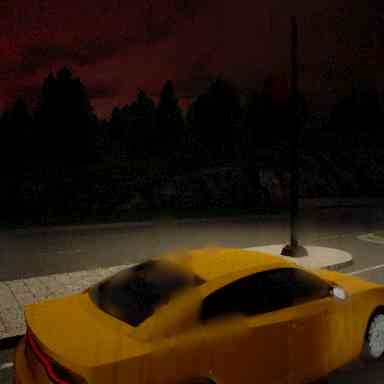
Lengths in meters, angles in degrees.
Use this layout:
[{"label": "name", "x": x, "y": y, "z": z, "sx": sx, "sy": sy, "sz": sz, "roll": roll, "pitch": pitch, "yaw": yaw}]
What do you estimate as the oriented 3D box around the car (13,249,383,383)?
[{"label": "car", "x": 0.605, "y": 1.478, "z": 4.177, "sx": 5.008, "sy": 1.535, "sz": 1.882, "roll": 0, "pitch": 0, "yaw": -35}]
